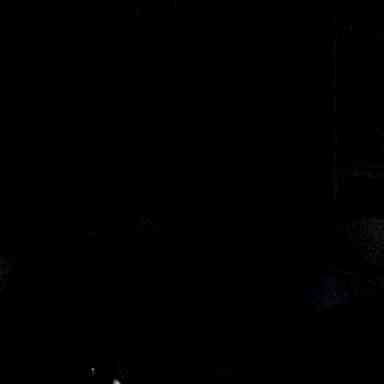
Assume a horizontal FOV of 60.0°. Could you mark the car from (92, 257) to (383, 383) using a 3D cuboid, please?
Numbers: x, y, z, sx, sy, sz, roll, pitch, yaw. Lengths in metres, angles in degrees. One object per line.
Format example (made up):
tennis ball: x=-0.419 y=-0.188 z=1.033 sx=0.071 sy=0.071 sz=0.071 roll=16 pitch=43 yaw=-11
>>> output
car: x=0.986 y=1.580 z=4.079 sx=4.181 sy=1.385 sz=1.994 roll=0 pitch=0 yaw=-35
